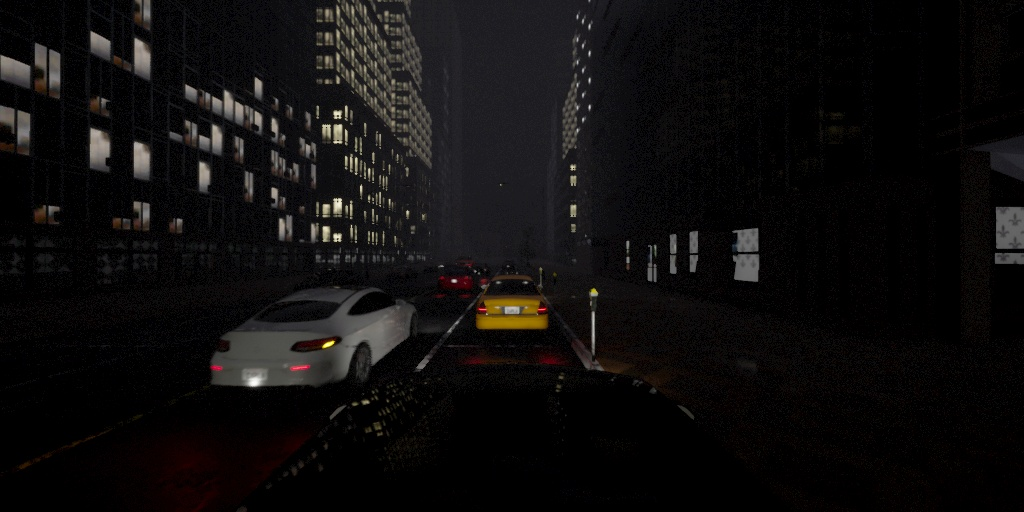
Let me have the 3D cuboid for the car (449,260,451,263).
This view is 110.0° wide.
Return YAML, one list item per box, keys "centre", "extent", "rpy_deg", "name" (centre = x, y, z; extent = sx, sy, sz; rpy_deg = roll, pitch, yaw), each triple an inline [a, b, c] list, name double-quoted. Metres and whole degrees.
- centre: [-8.836, 1.273, 51.803]
  extent: [1.888, 1.381, 4.507]
  rpy_deg: [0, 0, 0]
  name: "car"

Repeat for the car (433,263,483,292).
- centre: [-3.098, 1.311, 21.336]
  extent: [1.994, 1.385, 4.181]
  rpy_deg: [0, 0, 0]
  name: "car"

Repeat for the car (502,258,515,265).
- centre: [-0.455, 1.298, 46.099]
  extent: [1.948, 1.339, 4.313]
  rpy_deg: [0, 0, 0]
  name: "car"

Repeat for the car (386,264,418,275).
- centre: [-8.835, 1.325, 29.033]
  extent: [1.802, 1.307, 4.207]
  rpy_deg: [0, 0, 0]
  name: "car"

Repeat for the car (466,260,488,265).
- centre: [-3.104, 1.340, 35.619]
  extent: [1.895, 1.301, 4.718]
  rpy_deg: [0, 0, 1]
  name: "car"

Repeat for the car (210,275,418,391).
- centre: [-3.145, 1.275, 6.692]
  extent: [1.812, 1.442, 4.674]
  rpy_deg: [0, 0, 0]
  name: "car"

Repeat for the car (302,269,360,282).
- centre: [-8.836, 1.313, 17.650]
  extent: [1.948, 1.339, 4.313]
  rpy_deg: [0, 0, 0]
  name: "car"

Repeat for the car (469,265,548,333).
- centre: [0.004, 1.206, 10.689]
  extent: [1.801, 1.575, 5.366]
  rpy_deg: [0, 0, 0]
  name: "car"

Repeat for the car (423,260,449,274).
- centre: [-8.836, 1.286, 40.419]
  extent: [2.007, 1.370, 4.403]
  rpy_deg: [0, 0, 0]
  name: "car"

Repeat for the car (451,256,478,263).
- centre: [-6.181, 0.954, 47.214]
  extent: [2.150, 2.045, 5.566]
  rpy_deg: [0, 0, 0]
  name: "car"
